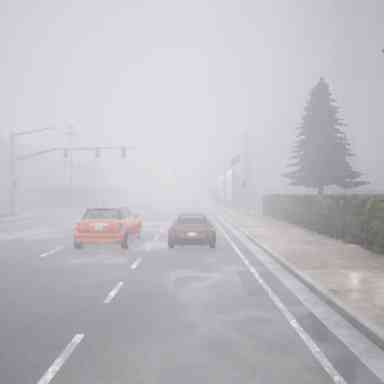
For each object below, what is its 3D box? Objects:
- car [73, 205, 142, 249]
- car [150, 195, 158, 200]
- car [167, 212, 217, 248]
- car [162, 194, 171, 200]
[{"bbox_3d":[-3.500,1.365,14.620,2.097,1.767,4.553,0,0,0],"label":"car"},{"bbox_3d":[-10.500,1.518,92.105,2.128,1.511,4.902,0,0,0],"label":"car"},{"bbox_3d":[0.000,1.571,14.650,1.994,1.385,4.181,0,0,0],"label":"car"},{"bbox_3d":[-7.000,1.348,92.135,2.097,1.767,4.553,0,0,0],"label":"car"}]
